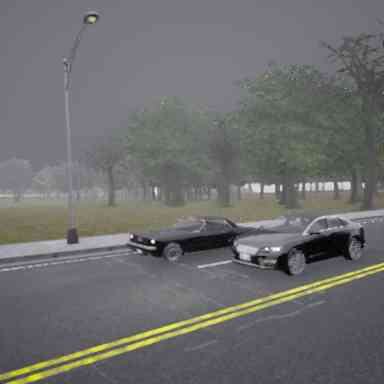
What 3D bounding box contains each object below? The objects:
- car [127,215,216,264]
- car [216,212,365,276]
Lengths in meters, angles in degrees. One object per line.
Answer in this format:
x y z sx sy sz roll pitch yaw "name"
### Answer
0.146 1.539 11.814 4.718 1.301 1.895 -1 0 -36 "car"
3.366 1.400 10.132 4.902 1.511 2.128 -1 0 -36 "car"
